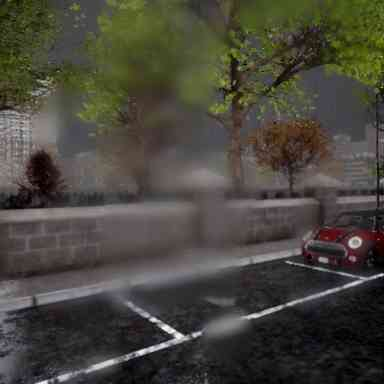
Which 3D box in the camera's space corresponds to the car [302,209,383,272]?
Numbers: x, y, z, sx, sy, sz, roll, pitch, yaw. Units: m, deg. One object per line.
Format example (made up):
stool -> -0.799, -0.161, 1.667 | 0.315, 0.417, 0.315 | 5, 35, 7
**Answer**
car -> 5.230, 1.317, 10.291 | 4.097, 1.590, 1.967 | -1, 0, -35
